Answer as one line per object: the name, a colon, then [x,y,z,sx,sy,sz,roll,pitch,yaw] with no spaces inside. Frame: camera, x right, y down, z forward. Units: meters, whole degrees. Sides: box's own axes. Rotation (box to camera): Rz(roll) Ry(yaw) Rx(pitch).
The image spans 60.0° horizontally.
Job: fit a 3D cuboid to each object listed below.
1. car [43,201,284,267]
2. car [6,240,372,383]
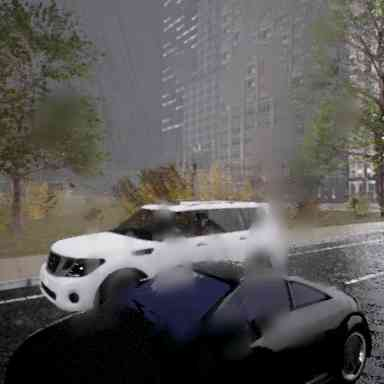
car: [-0.306,1.238,7.457,5.566,2.045,2.150,0,0,-36]
car: [0.216,1.573,3.837,4.181,1.385,1.994,0,0,-36]
